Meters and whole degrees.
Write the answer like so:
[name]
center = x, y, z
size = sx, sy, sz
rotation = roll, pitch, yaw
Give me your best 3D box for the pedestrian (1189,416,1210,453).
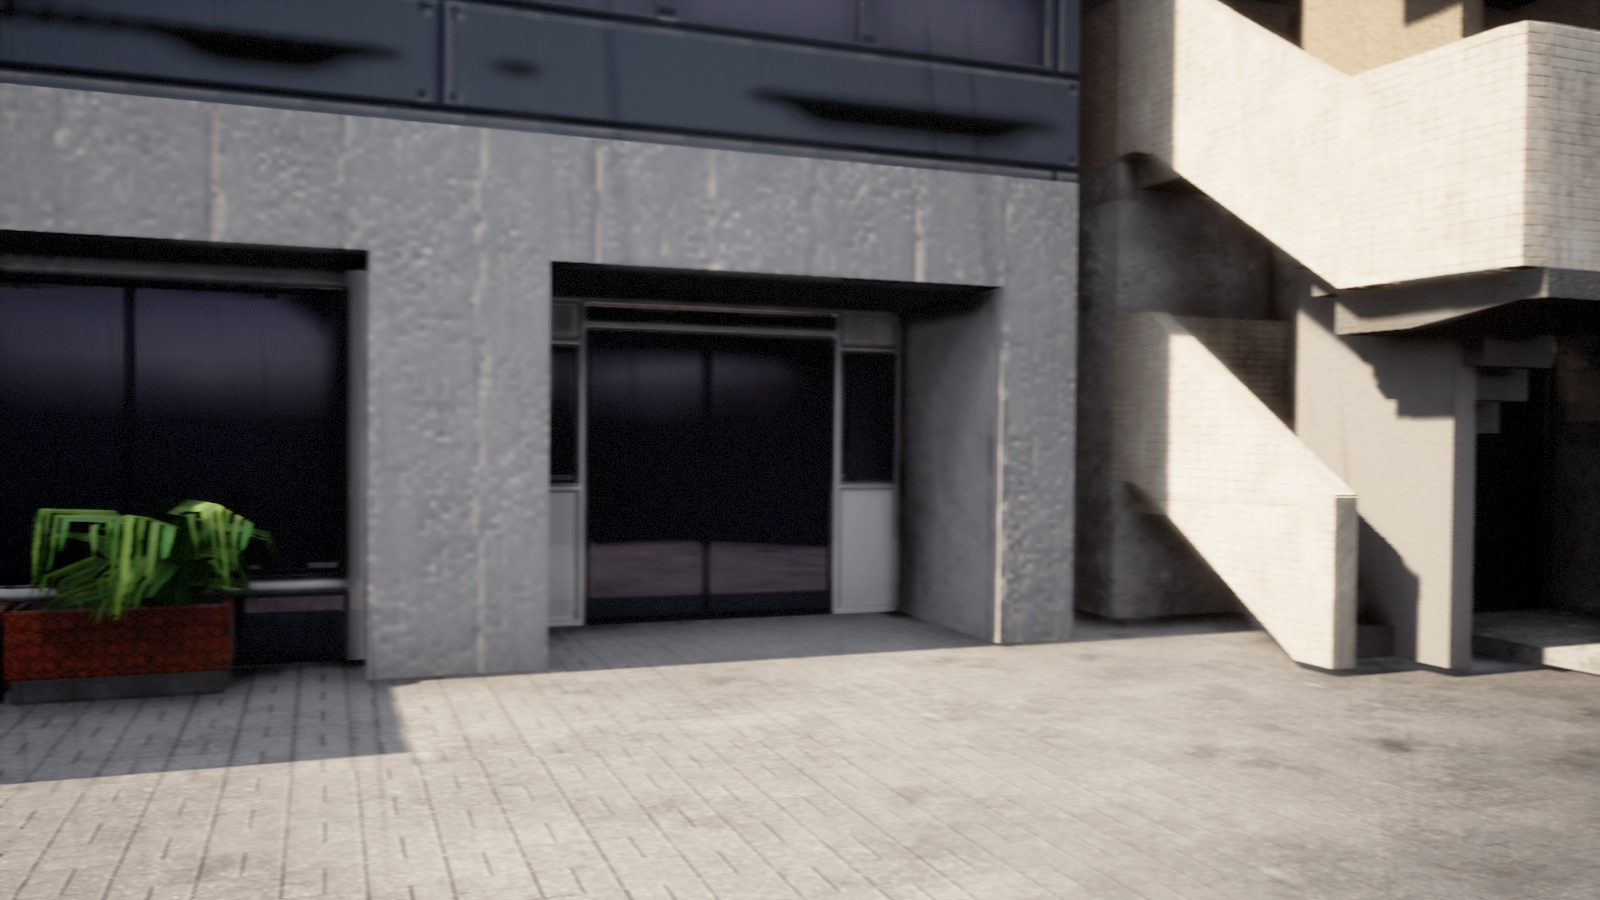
[pedestrian]
center = 21.485, -0.831, 67.480
size = 0.659, 1.952, 0.873
rotation = -1, 1, -22
